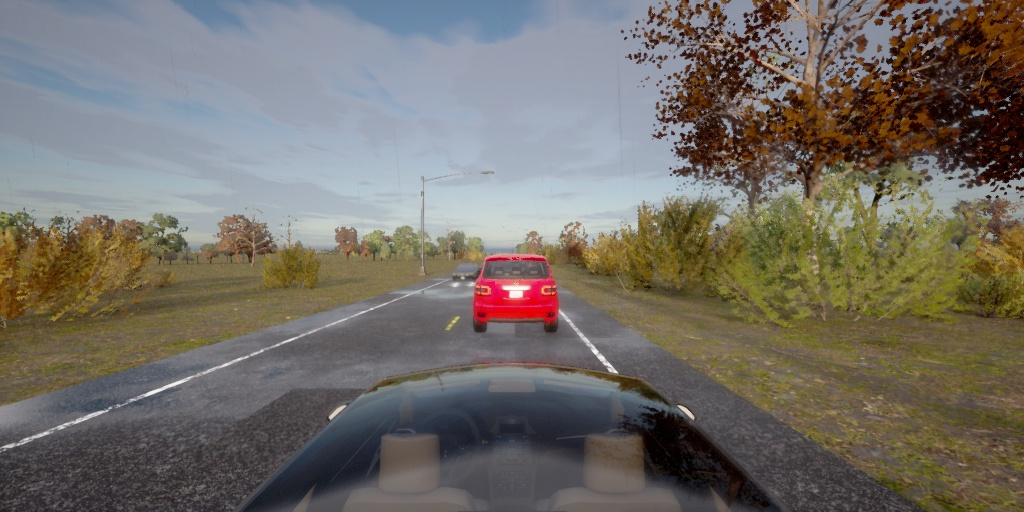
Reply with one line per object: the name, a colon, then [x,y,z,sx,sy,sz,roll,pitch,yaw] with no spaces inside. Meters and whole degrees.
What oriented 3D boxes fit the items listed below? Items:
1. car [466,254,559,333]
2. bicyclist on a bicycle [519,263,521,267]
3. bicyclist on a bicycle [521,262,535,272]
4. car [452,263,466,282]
car: [0.086,0.968,10.907,2.150,2.045,5.566,0,0,0]
bicyclist on a bicycle: [0.887,1.111,28.627,0.659,1.776,1.843,0,0,0]
bicyclist on a bicycle: [0.932,1.114,18.614,0.659,1.776,1.843,0,0,0]
car: [-3.690,1.288,29.615,2.033,1.411,5.357,0,0,0]
